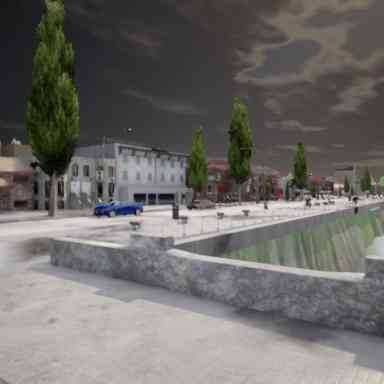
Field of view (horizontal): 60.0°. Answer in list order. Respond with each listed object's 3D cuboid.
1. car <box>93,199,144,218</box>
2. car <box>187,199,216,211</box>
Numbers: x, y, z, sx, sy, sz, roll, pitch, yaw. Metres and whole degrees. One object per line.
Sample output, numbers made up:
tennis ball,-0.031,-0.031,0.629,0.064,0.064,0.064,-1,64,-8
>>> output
car,-6.557,1.454,30.035,1.882,1.535,5.008,0,0,35
car,1.157,1.539,40.918,1.994,1.385,4.181,0,0,35
